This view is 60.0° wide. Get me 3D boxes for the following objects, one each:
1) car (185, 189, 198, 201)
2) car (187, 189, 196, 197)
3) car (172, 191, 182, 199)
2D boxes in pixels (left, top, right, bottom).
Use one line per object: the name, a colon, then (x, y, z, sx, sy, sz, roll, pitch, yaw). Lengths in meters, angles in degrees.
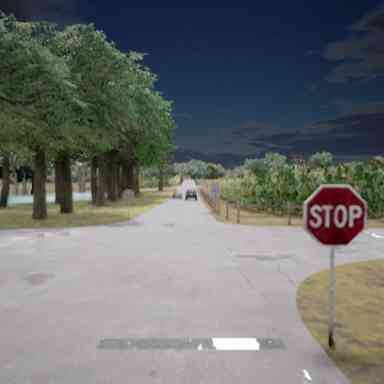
car: (-0.121, 0.467, 61.151, 2.150, 2.045, 5.566, 0, 2, 0)
car: (-0.141, 0.240, 71.535, 1.882, 1.535, 5.008, 0, 2, 0)
car: (-2.880, 0.641, 65.712, 1.812, 1.442, 4.674, 0, 2, 0)
